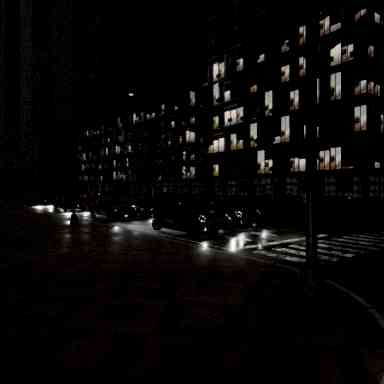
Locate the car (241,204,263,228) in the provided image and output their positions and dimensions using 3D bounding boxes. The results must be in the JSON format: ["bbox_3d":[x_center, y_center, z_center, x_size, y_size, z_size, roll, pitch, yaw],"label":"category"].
[{"bbox_3d":[1.891,1.104,19.212,2.097,1.767,4.553,0,1,-38],"label":"car"}]

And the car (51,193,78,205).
[{"bbox_3d":[-16.331,0.812,42.405,1.895,1.301,4.718,0,1,-38],"label":"car"}]

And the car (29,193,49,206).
[{"bbox_3d":[-17.600,0.817,38.745,1.994,1.385,4.181,0,1,-37],"label":"car"}]

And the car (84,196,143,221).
[{"bbox_3d":[-5.673,1.208,23.539,1.895,1.301,4.718,0,1,-38],"label":"car"}]

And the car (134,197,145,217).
[{"bbox_3d":[-3.986,1.126,26.646,2.033,1.411,5.357,0,1,-38],"label":"car"}]

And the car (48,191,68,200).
[{"bbox_3d":[-22.592,0.540,55.880,1.895,1.301,4.718,0,1,-38],"label":"car"}]

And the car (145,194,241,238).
[{"bbox_3d":[-0.095,1.124,16.481,2.097,1.767,4.553,0,1,-38],"label":"car"}]

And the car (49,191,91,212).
[{"bbox_3d":[-11.399,0.943,30.807,1.837,1.490,4.892,0,1,-38],"label":"car"}]

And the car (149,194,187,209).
[{"bbox_3d":[-2.657,0.980,35.774,1.812,1.442,4.674,0,1,-38],"label":"car"}]
